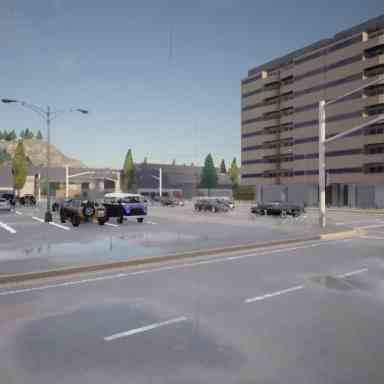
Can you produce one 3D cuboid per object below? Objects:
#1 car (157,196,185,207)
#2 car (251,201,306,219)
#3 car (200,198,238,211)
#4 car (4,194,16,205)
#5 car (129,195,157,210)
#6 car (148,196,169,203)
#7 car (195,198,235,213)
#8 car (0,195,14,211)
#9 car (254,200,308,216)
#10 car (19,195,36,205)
[{"bbox_3d":[-2.931,1.547,51.124,2.128,1.511,4.902,0,0,-35],"label":"car"},{"bbox_3d":[7.622,1.656,30.199,1.895,1.301,4.718,0,0,-35],"label":"car"},{"bbox_3d":[3.387,1.547,42.204,2.128,1.511,4.902,0,0,-35],"label":"car"},{"bbox_3d":[-29.731,1.212,53.677,1.905,1.878,3.866,0,0,-35],"label":"car"},{"bbox_3d":[-7.556,1.581,51.607,1.812,1.442,4.674,0,0,-35],"label":"car"},{"bbox_3d":[-7.042,1.546,69.299,2.128,1.511,4.902,0,0,-35],"label":"car"},{"bbox_3d":[2.226,1.560,37.792,1.837,1.490,4.892,0,0,-35],"label":"car"},{"bbox_3d":[-21.872,1.451,37.845,1.970,1.475,3.806,0,0,-35],"label":"car"},{"bbox_3d":[9.027,1.603,34.263,2.033,1.411,5.357,0,0,-35],"label":"car"},{"bbox_3d":[-27.334,1.209,55.301,1.932,1.855,4.605,0,0,-35],"label":"car"}]
